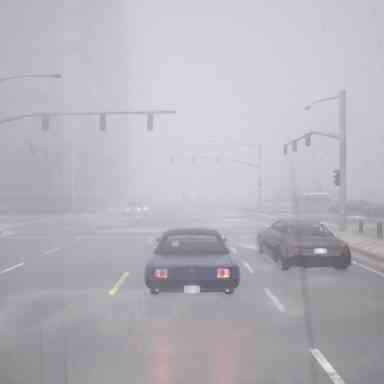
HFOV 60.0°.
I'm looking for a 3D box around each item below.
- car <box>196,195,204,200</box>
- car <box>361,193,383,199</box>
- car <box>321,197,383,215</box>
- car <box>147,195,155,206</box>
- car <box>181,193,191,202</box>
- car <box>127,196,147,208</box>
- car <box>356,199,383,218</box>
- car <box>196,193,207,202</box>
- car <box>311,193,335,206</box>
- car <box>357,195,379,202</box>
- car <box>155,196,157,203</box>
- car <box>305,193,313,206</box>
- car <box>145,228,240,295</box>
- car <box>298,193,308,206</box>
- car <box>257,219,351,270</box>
[{"bbox_3d":[2.016,1.415,86.782,1.812,1.442,4.674,0,0,-1],"label":"car"},{"bbox_3d":[39.120,1.232,71.261,4.605,1.855,1.932,0,0,0],"label":"car"},{"bbox_3d":[16.545,1.558,34.513,4.902,1.511,2.128,0,0,-1],"label":"car"},{"bbox_3d":[-8.149,1.510,57.015,2.128,1.511,4.902,0,0,-1],"label":"car"},{"bbox_3d":[-1.337,1.240,76.342,2.150,2.045,5.566,0,0,-1],"label":"car"},{"bbox_3d":[-8.024,1.520,47.662,1.837,1.490,4.892,0,0,-1],"label":"car"},{"bbox_3d":[18.099,1.629,31.029,4.181,1.385,1.994,0,0,-1],"label":"car"},{"bbox_3d":[2.162,1.240,76.392,2.150,2.045,5.566,0,0,-1],"label":"car"},{"bbox_3d":[24.188,1.470,60.026,3.806,1.475,1.970,0,0,0],"label":"car"},{"bbox_3d":[39.164,1.443,74.158,3.905,1.438,1.784,0,0,0],"label":"car"},{"bbox_3d":[-8.223,1.374,66.778,2.097,1.767,4.553,0,0,0],"label":"car"},{"bbox_3d":[24.168,1.440,62.921,3.905,1.438,1.784,0,0,0],"label":"car"},{"bbox_3d":[-0.008,1.604,8.685,1.895,1.301,4.718,0,0,0],"label":"car"},{"bbox_3d":[24.099,1.230,65.604,4.605,1.855,1.932,0,0,0],"label":"car"},{"bbox_3d":[3.464,1.567,11.017,1.994,1.385,4.181,0,0,-1],"label":"car"}]
